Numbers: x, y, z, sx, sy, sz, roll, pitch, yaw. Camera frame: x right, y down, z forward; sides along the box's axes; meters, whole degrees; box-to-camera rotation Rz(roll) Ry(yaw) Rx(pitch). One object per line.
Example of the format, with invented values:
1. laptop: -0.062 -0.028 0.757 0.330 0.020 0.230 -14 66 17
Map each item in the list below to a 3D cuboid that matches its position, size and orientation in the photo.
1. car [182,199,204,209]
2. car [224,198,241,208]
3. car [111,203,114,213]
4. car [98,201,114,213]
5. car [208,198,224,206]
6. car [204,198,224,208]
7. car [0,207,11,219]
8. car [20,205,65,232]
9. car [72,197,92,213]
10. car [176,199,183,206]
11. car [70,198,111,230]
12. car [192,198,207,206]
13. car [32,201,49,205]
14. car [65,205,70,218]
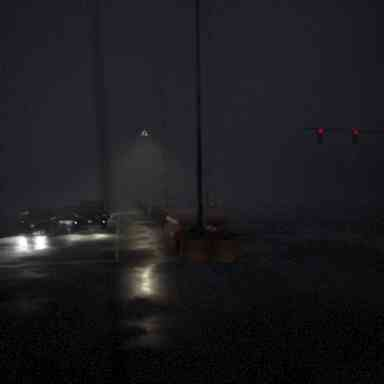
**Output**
1. car: 0.116 2.085 56.960 1.812 1.442 4.674 0 0 -12
2. car: 6.967 1.857 58.391 2.097 1.767 4.553 0 0 -12
3. car: -9.596 2.118 35.009 1.994 1.385 4.181 0 0 -11
4. car: -12.329 2.123 47.835 1.882 1.535 5.008 0 0 -12
5. car: 4.868 1.964 68.206 1.882 1.535 5.008 0 0 -12
6. car: 3.533 2.133 57.722 1.895 1.301 4.718 0 0 -12
7. car: -20.070 2.191 33.717 2.033 1.411 5.357 0 0 -12
8. car: -10.758 1.938 23.748 2.128 1.511 4.902 0 -1 -12
9. car: -16.145 1.896 49.040 2.150 2.045 5.566 0 1 -10
10. car: -1.976 2.111 66.742 2.033 1.411 5.357 0 0 -12
11. car: -7.454 1.648 25.006 2.150 2.045 5.566 0 -1 -12
12. car: 1.446 2.025 67.474 1.837 1.490 4.892 0 0 -12
13. car: -24.079 2.242 52.811 2.128 1.511 4.902 0 0 -12
14. car: -13.247 2.139 35.280 2.033 1.411 5.357 0 0 -12
